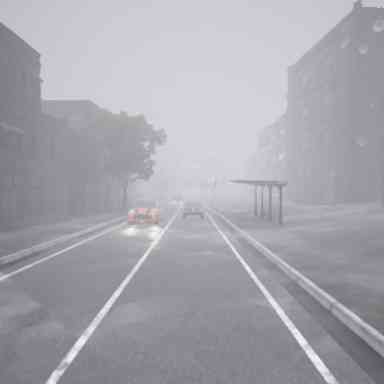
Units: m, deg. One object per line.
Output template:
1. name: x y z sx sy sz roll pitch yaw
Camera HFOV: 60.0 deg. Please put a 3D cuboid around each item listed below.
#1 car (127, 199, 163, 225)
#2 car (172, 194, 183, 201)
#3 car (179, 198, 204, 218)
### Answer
1. car: -3.288 1.343 24.152 2.097 1.767 4.553 0 0 0
2. car: -2.884 1.150 66.109 1.994 1.385 4.181 0 1 1
3. car: 0.093 1.523 29.948 2.033 1.411 5.357 0 0 0
